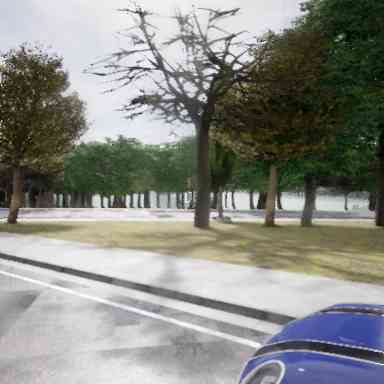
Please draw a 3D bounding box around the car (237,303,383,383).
[{"bbox_3d":[2.468,1.351,1.924,4.553,1.767,2.097,0,0,35],"label":"car"}]
